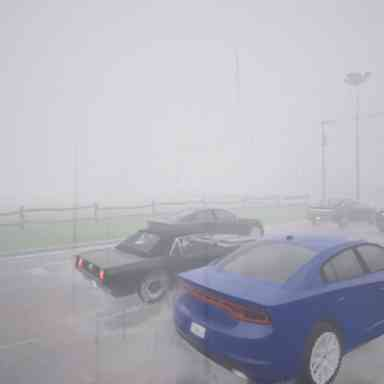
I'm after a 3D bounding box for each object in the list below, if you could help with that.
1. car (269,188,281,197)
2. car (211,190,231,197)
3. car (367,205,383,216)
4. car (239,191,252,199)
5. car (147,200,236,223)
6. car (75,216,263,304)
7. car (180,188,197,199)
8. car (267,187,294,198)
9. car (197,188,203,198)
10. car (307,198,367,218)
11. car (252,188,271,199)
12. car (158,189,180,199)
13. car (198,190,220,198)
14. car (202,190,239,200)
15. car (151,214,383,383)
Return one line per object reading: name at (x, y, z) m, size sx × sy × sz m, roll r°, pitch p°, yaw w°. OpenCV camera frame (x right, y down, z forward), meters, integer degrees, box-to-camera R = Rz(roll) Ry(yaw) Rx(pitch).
car at (13.015, 0.485, 59.245) m, size 1.994 × 1.385 × 4.181 m, roll -2°, pitch 1°, yaw -36°
car at (6.455, 0.361, 74.240) m, size 1.812 × 1.442 × 4.674 m, roll -2°, pitch 1°, yaw -36°
car at (10.433, 1.087, 15.514) m, size 4.892 × 1.490 × 1.837 m, roll -2°, pitch 1°, yaw -36°
car at (7.307, 0.653, 55.161) m, size 1.994 × 1.385 × 4.181 m, roll -2°, pitch 1°, yaw -36°
car at (0.636, 1.289, 12.802) m, size 5.008 × 1.535 × 1.882 m, roll -2°, pitch 1°, yaw -36°
car at (-0.145, 1.495, 7.944) m, size 4.718 × 1.301 × 1.895 m, roll -2°, pitch 1°, yaw -36°
car at (-2.082, 0.333, 68.113) m, size 2.150 × 2.045 × 5.566 m, roll -2°, pitch 1°, yaw -36°
car at (16.029, 0.056, 61.058) m, size 2.150 × 2.045 × 5.566 m, roll -2°, pitch 1°, yaw -36°
car at (0.932, 0.231, 69.925) m, size 2.150 × 2.045 × 5.566 m, roll -2°, pitch 1°, yaw -36°
car at (8.390, 1.074, 18.357) m, size 4.902 × 1.511 × 2.128 m, roll -2°, pitch 1°, yaw -36°
car at (10.339, 0.552, 56.953) m, size 2.033 × 1.411 × 5.357 m, roll -2°, pitch 1°, yaw -36°
car at (-5.139, 0.669, 66.341) m, size 2.128 × 1.511 × 4.902 m, roll -2°, pitch 1°, yaw -36°
car at (3.600, 0.444, 72.215) m, size 2.128 × 1.511 × 4.902 m, roll -2°, pitch 1°, yaw -36°
car at (4.483, 0.721, 53.079) m, size 2.033 × 1.411 × 5.357 m, roll -2°, pitch 1°, yaw -36°
car at (2.079, 1.366, 5.231) m, size 5.008 × 1.535 × 1.882 m, roll -1°, pitch 1°, yaw -36°
